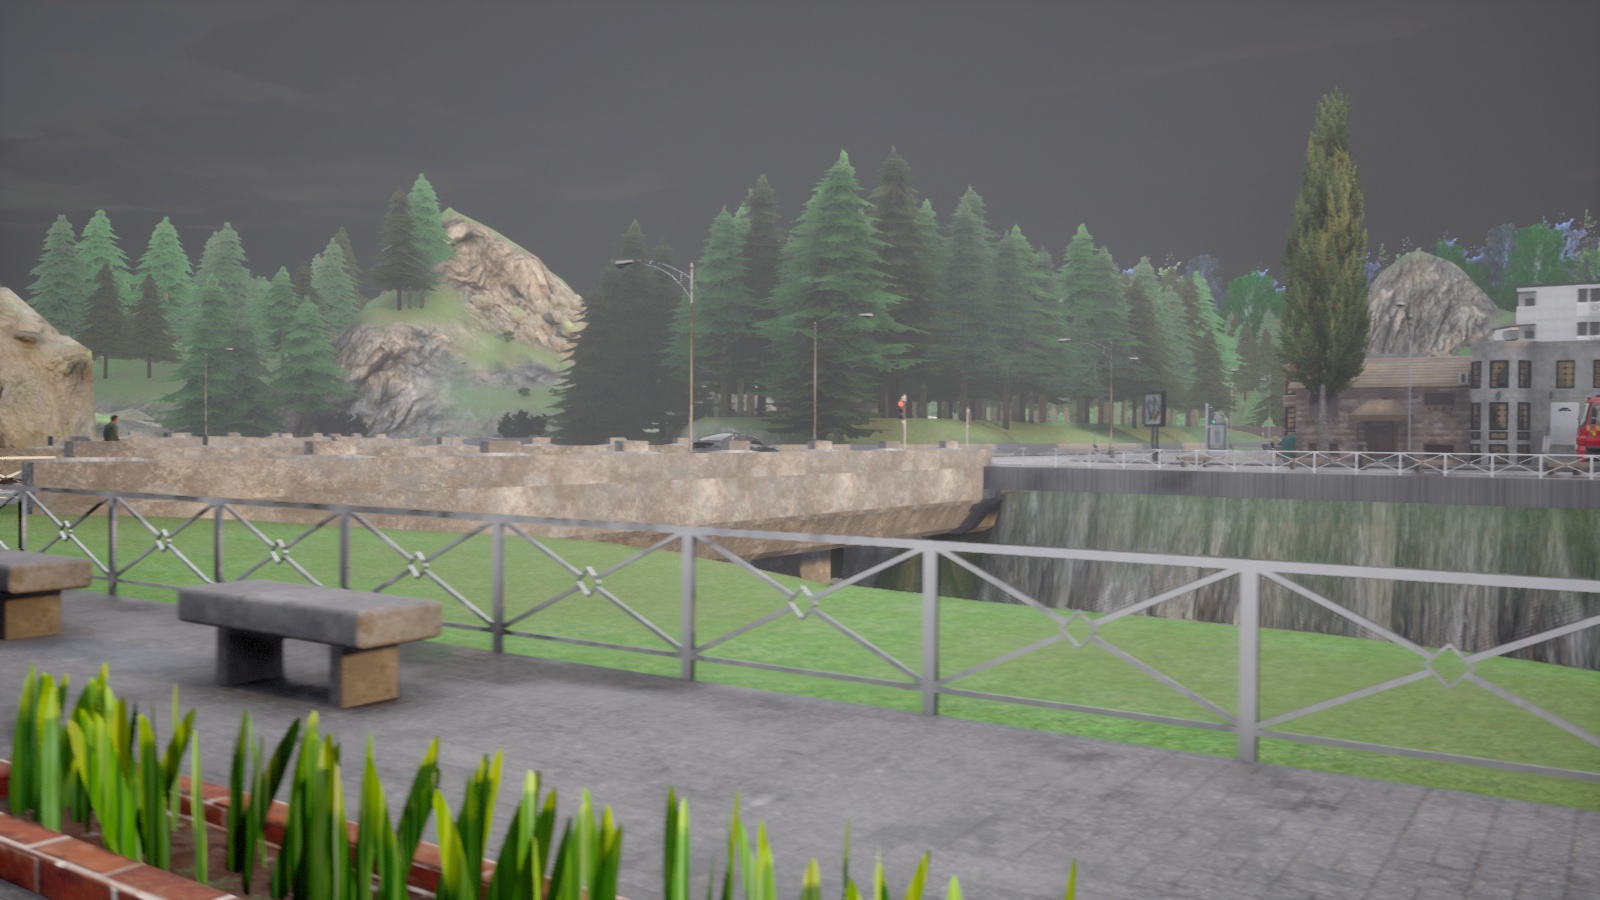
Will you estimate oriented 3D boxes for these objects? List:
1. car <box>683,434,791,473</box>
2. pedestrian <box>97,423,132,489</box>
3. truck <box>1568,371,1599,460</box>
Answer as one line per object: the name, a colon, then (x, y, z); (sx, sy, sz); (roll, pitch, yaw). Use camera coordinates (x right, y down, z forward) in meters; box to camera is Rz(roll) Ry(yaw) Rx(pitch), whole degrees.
car: (-2.504, 0.108, 51.082); (1.837, 1.490, 4.892); (0, 1, 34)
pedestrian: (-20.672, 0.172, 37.881); (0.423, 1.949, 0.788); (0, 1, 34)
truck: (37.587, -1.503, 53.236); (8.468, 3.827, 2.891); (0, 1, 34)
